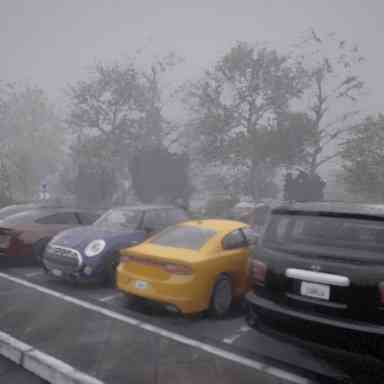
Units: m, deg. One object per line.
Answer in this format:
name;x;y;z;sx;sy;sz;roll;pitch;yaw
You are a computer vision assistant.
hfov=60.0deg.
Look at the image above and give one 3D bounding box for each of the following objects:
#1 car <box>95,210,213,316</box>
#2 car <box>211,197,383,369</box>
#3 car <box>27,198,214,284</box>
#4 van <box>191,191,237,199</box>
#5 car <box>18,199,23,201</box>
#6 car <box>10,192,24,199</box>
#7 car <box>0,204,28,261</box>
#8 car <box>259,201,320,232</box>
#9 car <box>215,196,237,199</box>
car;0.624;1.357;7.393;2.097;1.535;5.008;1;1;36
car;2.907;1.162;5.774;2.435;2.045;5.566;1;1;36
car;-1.598;1.166;9.055;2.185;1.767;4.553;2;1;36
van;1.437;0.914;22.827;1.878;1.987;4.442;2;2;36
car;-6.139;1.175;12.285;2.163;1.488;4.792;2;1;36
car;-20.579;1.010;38.642;2.097;1.535;5.008;2;1;36
car;-3.855;1.249;10.695;2.163;1.488;4.792;2;1;36
car;5.920;1.321;19.726;2.002;1.452;4.674;2;1;36
car;3.669;1.248;21.363;2.002;1.452;4.674;2;1;36
